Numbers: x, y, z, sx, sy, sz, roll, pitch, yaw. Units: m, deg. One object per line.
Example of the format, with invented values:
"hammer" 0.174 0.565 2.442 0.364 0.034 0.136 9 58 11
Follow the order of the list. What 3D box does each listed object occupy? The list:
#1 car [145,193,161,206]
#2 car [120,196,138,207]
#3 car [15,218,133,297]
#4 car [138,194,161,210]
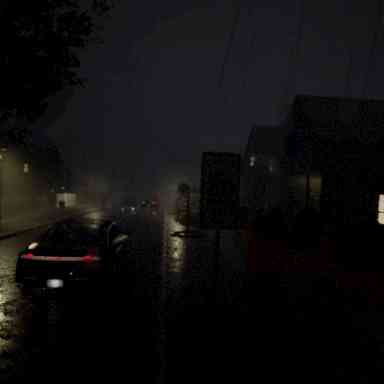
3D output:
"car" -5.724 1.089 49.077 2.097 1.767 4.553 3 0 -4
"car" -8.054 1.197 43.287 1.994 1.385 4.181 3 0 -4
"car" -2.636 1.412 8.393 2.128 1.511 4.902 3 0 -4
"car" -4.934 1.298 39.311 1.812 1.442 4.674 3 0 -3
